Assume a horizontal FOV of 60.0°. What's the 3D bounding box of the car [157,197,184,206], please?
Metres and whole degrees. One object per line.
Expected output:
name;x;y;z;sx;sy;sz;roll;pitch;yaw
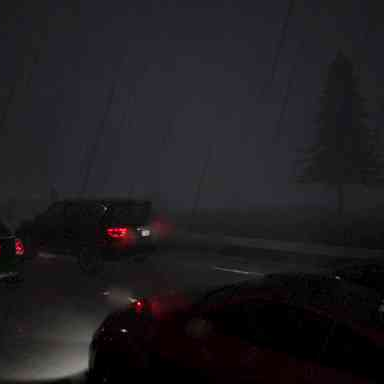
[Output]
car;-3.623;1.588;56.980;1.895;1.301;4.718;0;0;36

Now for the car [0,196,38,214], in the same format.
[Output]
car;-19.260;1.338;35.571;2.097;1.767;4.553;0;0;36

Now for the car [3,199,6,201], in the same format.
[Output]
car;-15.588;1.537;28.720;2.033;1.411;5.357;0;0;36

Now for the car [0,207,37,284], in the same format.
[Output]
car;-6.188;1.348;8.364;4.553;1.767;2.097;0;0;36

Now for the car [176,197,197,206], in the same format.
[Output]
car;-0.309;1.514;55.590;1.812;1.442;4.674;0;0;37

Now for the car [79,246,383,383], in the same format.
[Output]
car;0.865;1.564;3.371;4.181;1.385;1.994;0;0;35

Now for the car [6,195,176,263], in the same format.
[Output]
car;-3.445;1.218;10.706;5.566;2.045;2.150;0;0;36

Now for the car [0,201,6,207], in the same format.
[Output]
car;-14.724;1.592;23.714;1.895;1.301;4.718;0;0;34

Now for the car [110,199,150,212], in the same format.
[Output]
car;-7.332;1.590;40.041;1.895;1.301;4.718;0;0;36

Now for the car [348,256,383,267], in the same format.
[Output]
car;4.734;1.478;4.913;5.008;1.535;1.882;0;0;35

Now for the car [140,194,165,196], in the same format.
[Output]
car;-5.087;1.213;37.182;2.150;2.045;5.566;0;0;36

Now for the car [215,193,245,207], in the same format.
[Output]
car;6.405;1.209;52.901;2.150;2.045;5.566;0;0;36

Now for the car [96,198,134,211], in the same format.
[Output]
car;-9.813;1.514;42.578;1.812;1.442;4.674;0;0;36

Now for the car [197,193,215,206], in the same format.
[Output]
car;3.680;1.207;55.099;2.150;2.045;5.566;0;1;36

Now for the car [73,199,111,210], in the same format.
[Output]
car;-13.149;1.588;43.943;1.895;1.301;4.718;0;0;36
